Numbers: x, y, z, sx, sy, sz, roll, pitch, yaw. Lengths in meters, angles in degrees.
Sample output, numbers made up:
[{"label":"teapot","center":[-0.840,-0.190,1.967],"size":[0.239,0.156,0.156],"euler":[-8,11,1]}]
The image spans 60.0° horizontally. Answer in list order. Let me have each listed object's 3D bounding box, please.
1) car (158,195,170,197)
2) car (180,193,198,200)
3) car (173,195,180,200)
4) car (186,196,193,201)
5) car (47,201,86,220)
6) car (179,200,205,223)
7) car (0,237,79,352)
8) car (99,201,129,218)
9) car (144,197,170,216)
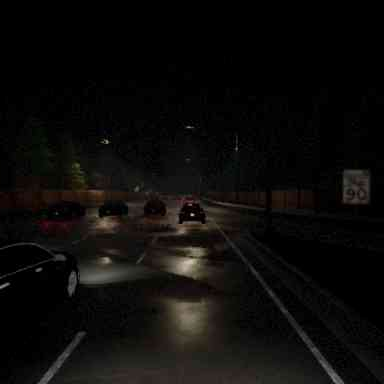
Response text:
[{"label":"car","center":[-7.773,1.735,95.237],"size":[1.895,1.301,4.718],"euler":[0,0,-1]},{"label":"car","center":[-0.217,1.432,47.923],"size":[2.097,1.767,4.553],"euler":[0,0,-1]},{"label":"car","center":[-4.272,1.701,95.241],"size":[1.994,1.385,4.181],"euler":[0,0,-1]},{"label":"car","center":[-0.773,1.751,95.305],"size":[1.895,1.301,4.718],"euler":[0,0,-1]},{"label":"car","center":[-10.520,1.502,28.262],"size":[1.882,1.535,5.008],"euler":[0,0,-1]},{"label":"car","center":[0.000,1.606,25.780],"size":[1.994,1.385,4.181],"euler":[0,0,-1]},{"label":"car","center":[-3.410,1.506,5.473],"size":[1.837,1.490,4.892],"euler":[0,0,0]},{"label":"car","center":[-7.040,1.513,30.369],"size":[1.882,1.535,5.008],"euler":[0,0,-1]},{"label":"car","center":[-3.566,1.525,32.914],"size":[1.882,1.535,5.008],"euler":[0,0,-1]}]
